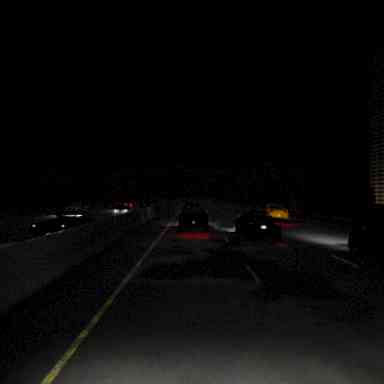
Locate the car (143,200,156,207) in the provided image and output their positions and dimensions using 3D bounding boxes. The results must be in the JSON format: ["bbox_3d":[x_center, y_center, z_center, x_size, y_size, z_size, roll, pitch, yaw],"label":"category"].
[{"bbox_3d":[-7.604,2.105,60.079,1.882,1.535,5.008,0,-1,-1],"label":"car"}]

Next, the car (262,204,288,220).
[{"bbox_3d":[7.090,1.785,29.645,1.882,1.535,5.008,0,-1,0],"label":"car"}]

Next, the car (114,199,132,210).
[{"bbox_3d":[-10.917,1.896,52.855,2.097,1.767,4.553,0,-1,-1],"label":"car"}]

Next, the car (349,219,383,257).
[{"bbox_3d":[7.096,1.609,11.231,2.128,1.511,4.902,0,-1,0],"label":"car"}]

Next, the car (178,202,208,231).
[{"bbox_3d":[0.094,1.713,22.717,1.882,1.535,5.008,0,0,0],"label":"car"}]

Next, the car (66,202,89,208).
[{"bbox_3d":[-14.182,1.951,41.220,1.812,1.442,4.674,0,-1,-1],"label":"car"}]

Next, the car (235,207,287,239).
[{"bbox_3d":[3.596,1.758,18.670,1.994,1.385,4.181,0,-1,0],"label":"car"}]

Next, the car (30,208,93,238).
[{"bbox_3d":[-7.105,1.793,18.601,1.895,1.301,4.718,0,-1,0],"label":"car"}]
